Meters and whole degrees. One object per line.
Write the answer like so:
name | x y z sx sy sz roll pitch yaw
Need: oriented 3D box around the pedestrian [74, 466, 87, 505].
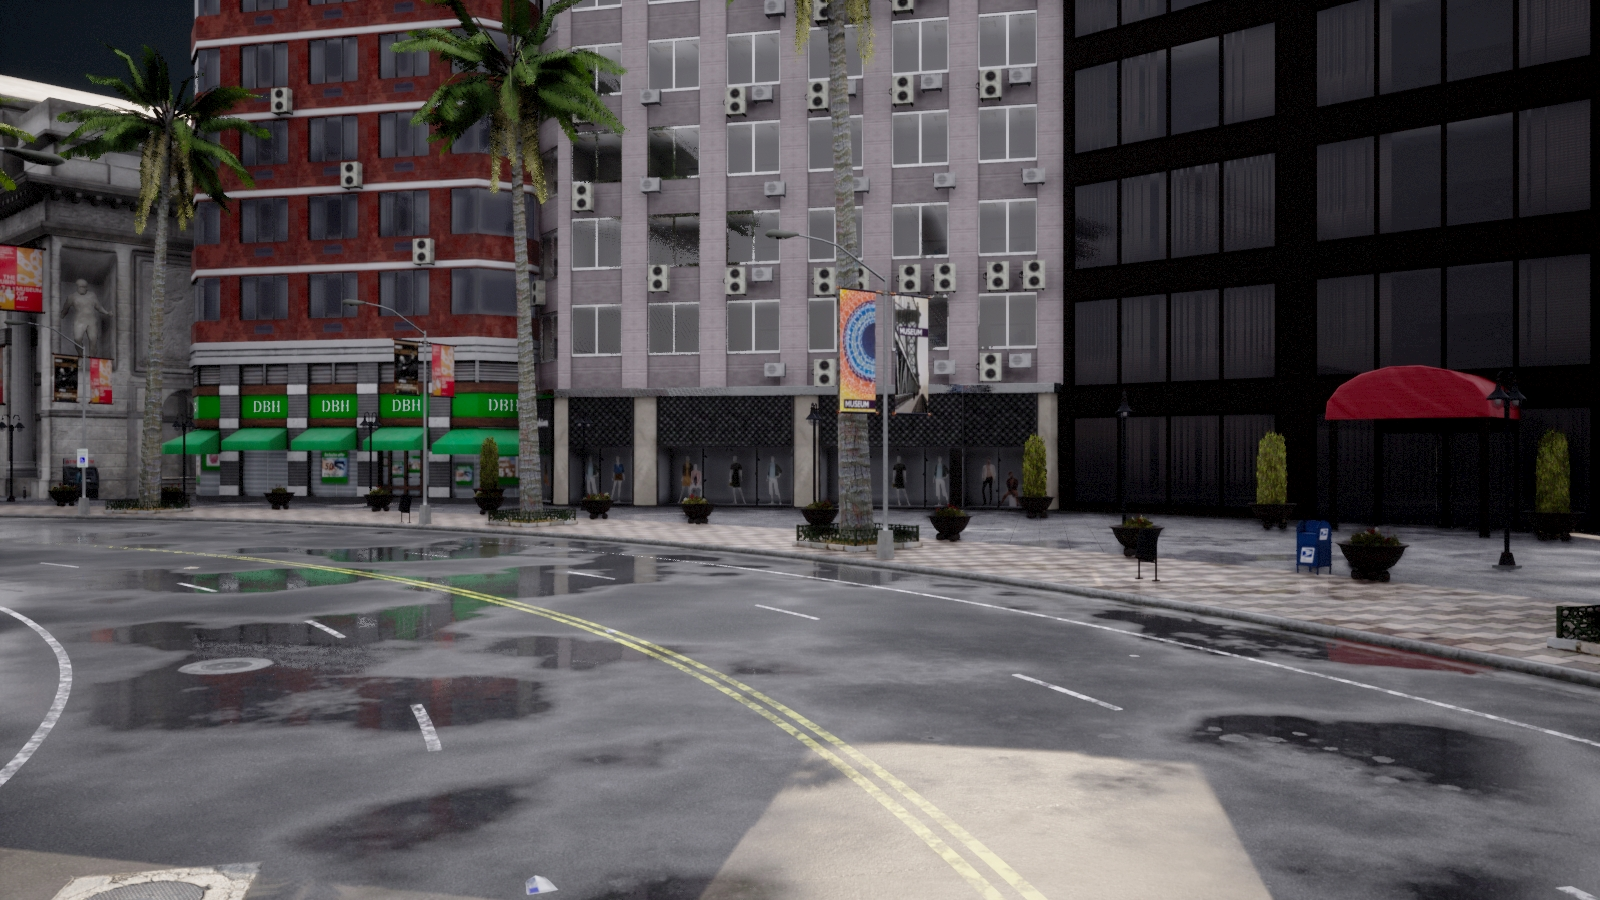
pedestrian | -34.793 1.703 55.223 0.375 1.860 0.375 0 0 12
